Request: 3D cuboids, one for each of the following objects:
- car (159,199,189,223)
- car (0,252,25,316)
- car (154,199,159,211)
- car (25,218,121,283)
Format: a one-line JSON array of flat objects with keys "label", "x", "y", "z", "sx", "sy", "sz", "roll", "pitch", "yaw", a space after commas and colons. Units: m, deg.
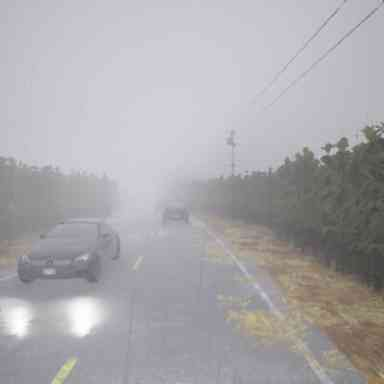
[{"label": "car", "x": -1.357, "y": 1.511, "z": 25.621, "sx": 1.882, "sy": 1.535, "sz": 5.008, "roll": 0, "pitch": 0, "yaw": -7}, {"label": "car", "x": -3.365, "y": 1.528, "z": 2.519, "sx": 1.812, "sy": 1.442, "sz": 4.674, "roll": 0, "pitch": 0, "yaw": 0}, {"label": "car", "x": -3.623, "y": 1.545, "z": 40.613, "sx": 2.128, "sy": 1.511, "sz": 4.902, "roll": 0, "pitch": 0, "yaw": -9}, {"label": "car", "x": -3.297, "y": 1.538, "z": 9.835, "sx": 1.812, "sy": 1.442, "sz": 4.674, "roll": 0, "pitch": 0, "yaw": -2}]
